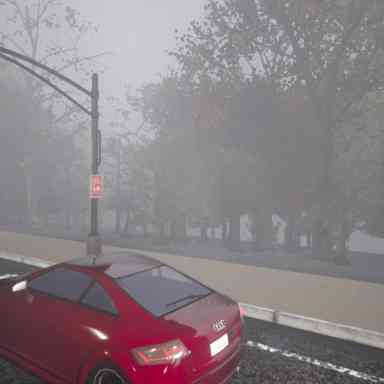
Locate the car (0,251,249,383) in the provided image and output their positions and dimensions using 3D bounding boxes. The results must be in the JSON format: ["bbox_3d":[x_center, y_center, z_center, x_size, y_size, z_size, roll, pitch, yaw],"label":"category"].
[{"bbox_3d":[-1.347,1.563,4.641,4.181,1.385,1.994,0,0,35],"label":"car"}]
